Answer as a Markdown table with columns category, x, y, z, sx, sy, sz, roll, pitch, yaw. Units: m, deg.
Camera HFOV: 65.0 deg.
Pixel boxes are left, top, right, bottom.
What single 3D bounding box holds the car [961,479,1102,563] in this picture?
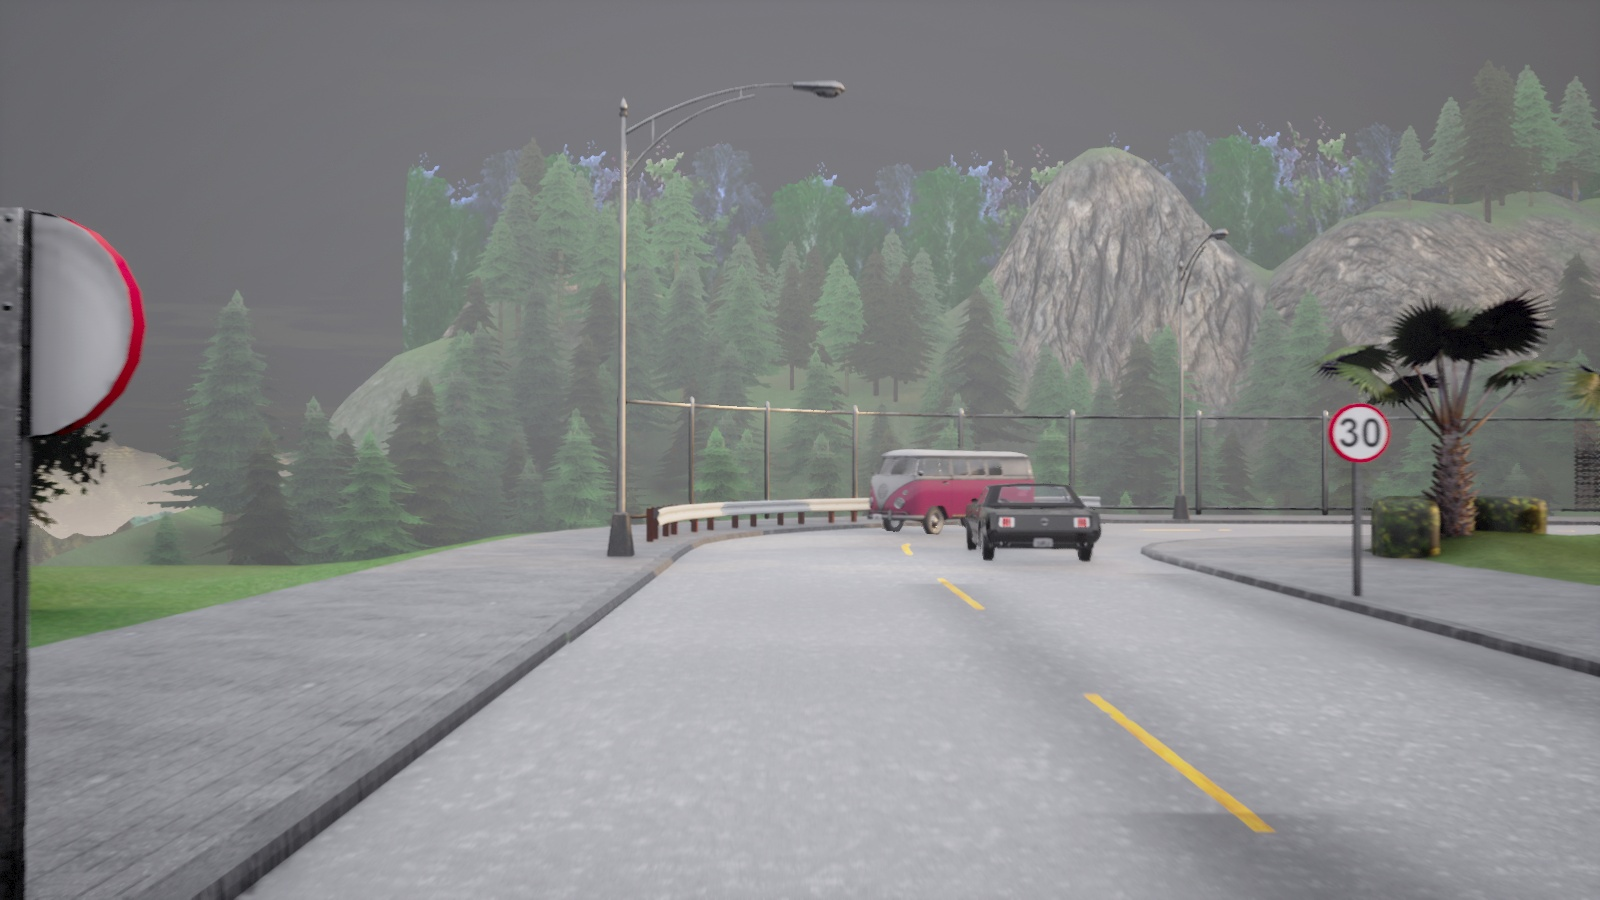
| category | x | y | z | sx | sy | sz | roll | pitch | yaw |
| --- | --- | --- | --- | --- | --- | --- | --- | --- | --- |
| car | 4.044 | 1.205 | 22.645 | 1.895 | 1.301 | 4.718 | 0 | -1 | 3 |

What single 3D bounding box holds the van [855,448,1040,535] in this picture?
| category | x | y | z | sx | sy | sz | roll | pitch | yaw |
| --- | --- | --- | --- | --- | --- | --- | --- | --- | --- |
| van | 3.632 | 0.968 | 30.530 | 4.442 | 1.987 | 1.775 | 0 | -1 | -36 |
